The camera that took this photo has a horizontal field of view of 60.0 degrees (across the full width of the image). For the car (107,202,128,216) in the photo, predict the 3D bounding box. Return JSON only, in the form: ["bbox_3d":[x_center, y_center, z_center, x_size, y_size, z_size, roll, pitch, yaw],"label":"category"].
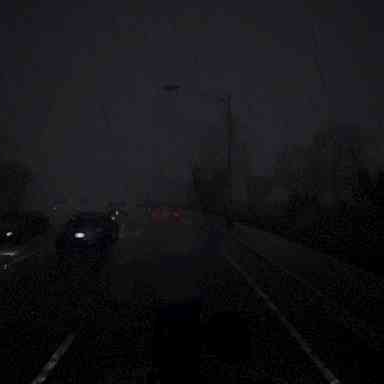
[{"bbox_3d":[-7.209,1.566,32.029,1.895,1.301,4.718,0,0,-13],"label":"car"}]

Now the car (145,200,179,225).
[{"bbox_3d":[-2.025,1.521,23.615,2.033,1.411,5.357,0,0,-9],"label":"car"}]

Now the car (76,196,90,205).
[{"bbox_3d":[-18.255,1.413,55.639,1.882,1.535,5.008,0,0,-20],"label":"car"}]

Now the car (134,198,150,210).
[{"bbox_3d":[-6.159,1.446,41.789,2.128,1.511,4.902,0,0,-16],"label":"car"}]

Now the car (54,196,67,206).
[{"bbox_3d":[-21.628,1.460,54.664,1.812,1.442,4.674,0,0,-20],"label":"car"}]

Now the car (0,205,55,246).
[{"bbox_3d":[-8.103,1.537,15.417,2.033,1.411,5.357,0,0,-6],"label":"car"}]

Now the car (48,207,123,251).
[{"bbox_3d":[-4.293,1.551,14.163,1.994,1.385,4.181,0,0,-5],"label":"car"}]
